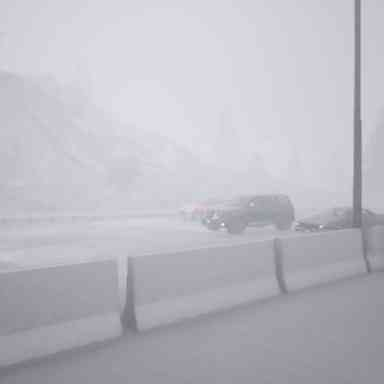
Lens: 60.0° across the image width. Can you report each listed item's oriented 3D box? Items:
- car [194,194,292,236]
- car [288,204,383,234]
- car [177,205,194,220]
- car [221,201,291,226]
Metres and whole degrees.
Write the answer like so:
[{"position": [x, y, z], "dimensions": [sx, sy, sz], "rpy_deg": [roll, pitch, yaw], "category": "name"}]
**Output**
[{"position": [3.218, 1.131, 18.285], "dimensions": [5.566, 2.045, 2.150], "rpy_deg": [0, 0, -30], "category": "car"}, {"position": [7.705, 1.457, 16.839], "dimensions": [5.357, 1.411, 2.033], "rpy_deg": [0, 0, -29], "category": "car"}, {"position": [1.172, 1.235, 25.139], "dimensions": [4.553, 1.767, 2.097], "rpy_deg": [0, 0, -29], "category": "car"}, {"position": [4.496, 1.413, 23.015], "dimensions": [4.674, 1.442, 1.812], "rpy_deg": [0, 0, -29], "category": "car"}]
